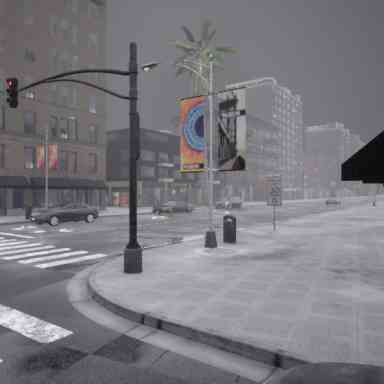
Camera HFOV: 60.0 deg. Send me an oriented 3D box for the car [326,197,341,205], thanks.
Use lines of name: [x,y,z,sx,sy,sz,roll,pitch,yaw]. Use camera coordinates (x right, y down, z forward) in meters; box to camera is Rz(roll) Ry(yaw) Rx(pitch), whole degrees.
car: [26.365,1.710,62.065,1.994,1.385,4.181,0,0,35]

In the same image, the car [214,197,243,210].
car: [4.752,1.418,42.963,2.097,1.767,4.553,0,-1,35]

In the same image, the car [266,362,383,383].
car: [2.203,1.551,1.279,4.403,1.369,2.008,0,0,35]

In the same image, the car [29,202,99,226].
car: [-8.921,1.520,23.566,1.837,1.490,4.892,0,0,35]

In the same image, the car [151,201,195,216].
car: [-1.754,1.585,33.751,2.033,1.411,5.357,0,0,35]
